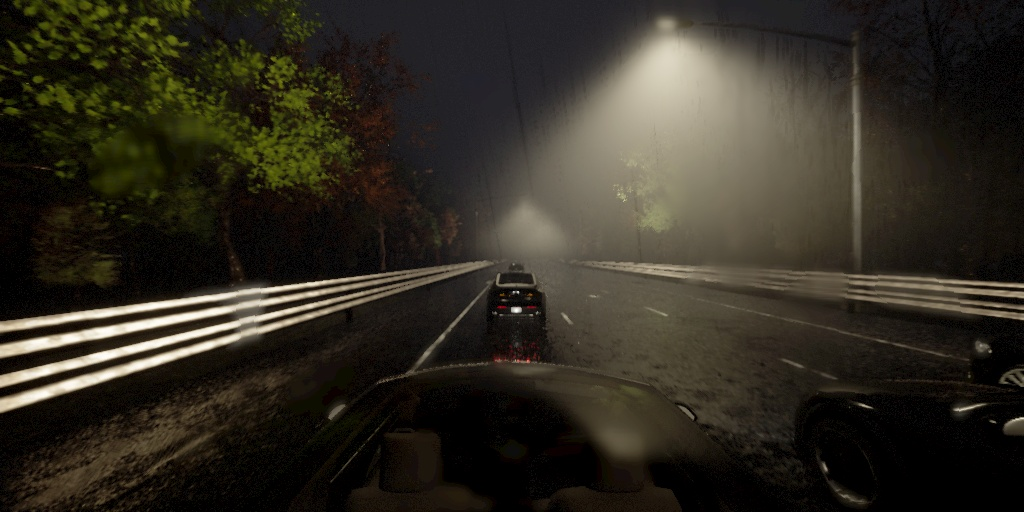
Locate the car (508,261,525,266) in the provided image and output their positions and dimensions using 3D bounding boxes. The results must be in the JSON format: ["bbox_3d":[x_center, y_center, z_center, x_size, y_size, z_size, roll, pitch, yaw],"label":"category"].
[{"bbox_3d":[0.552,1.368,44.459,2.128,1.511,4.902,0,0,1],"label":"car"}]

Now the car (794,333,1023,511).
[{"bbox_3d":[3.606,1.315,1.583,1.994,1.385,4.181,0,0,0],"label":"car"}]

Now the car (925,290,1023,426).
[{"bbox_3d":[7.107,1.247,2.790,2.128,1.511,4.902,0,0,0],"label":"car"}]

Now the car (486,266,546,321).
[{"bbox_3d":[0.139,1.288,12.673,1.837,1.490,4.892,0,0,0],"label":"car"}]
